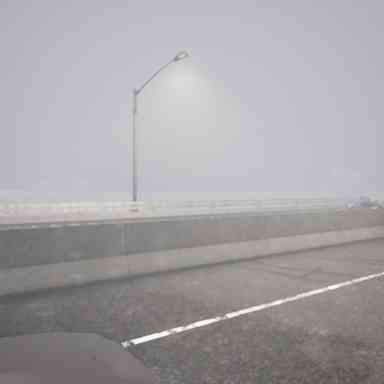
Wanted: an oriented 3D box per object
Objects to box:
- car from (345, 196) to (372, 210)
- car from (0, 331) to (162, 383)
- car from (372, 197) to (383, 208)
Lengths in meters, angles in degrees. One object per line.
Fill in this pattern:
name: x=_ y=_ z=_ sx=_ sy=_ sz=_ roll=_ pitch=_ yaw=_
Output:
car: x=19.296 y=1.262 z=37.686 sx=4.902 sy=1.511 sz=2.128 roll=0 pitch=1 yaw=-34
car: x=-2.583 y=1.528 z=1.485 sx=5.357 sy=1.411 sz=2.033 roll=0 pitch=1 yaw=-34
car: x=21.620 y=1.287 z=35.033 sx=4.902 sy=1.511 sz=2.128 roll=0 pitch=1 yaw=-34
